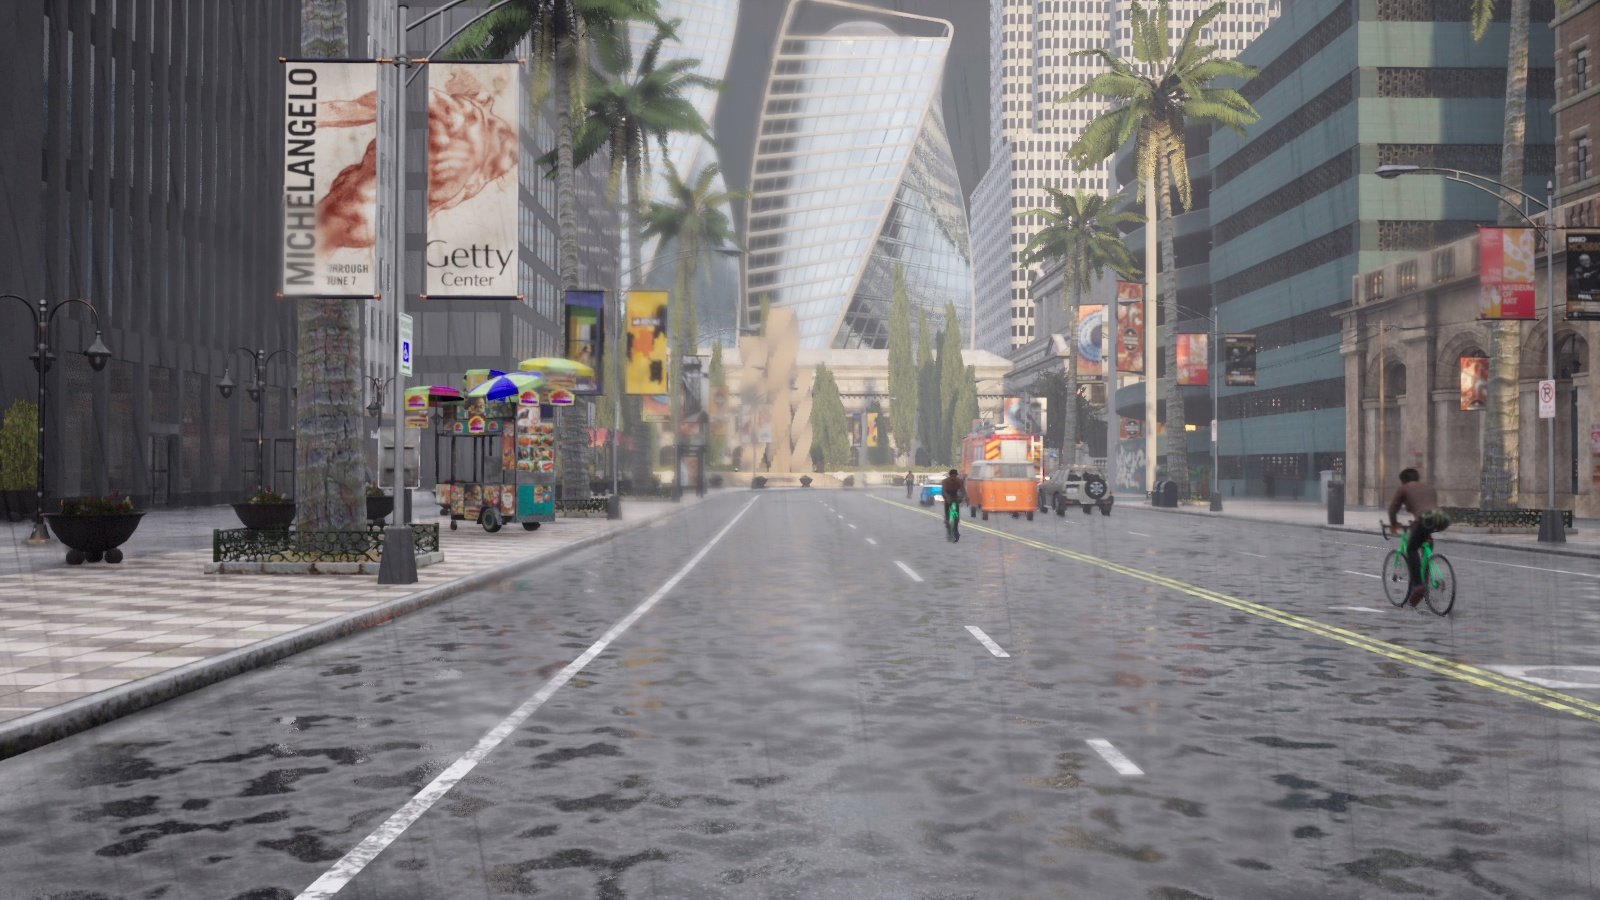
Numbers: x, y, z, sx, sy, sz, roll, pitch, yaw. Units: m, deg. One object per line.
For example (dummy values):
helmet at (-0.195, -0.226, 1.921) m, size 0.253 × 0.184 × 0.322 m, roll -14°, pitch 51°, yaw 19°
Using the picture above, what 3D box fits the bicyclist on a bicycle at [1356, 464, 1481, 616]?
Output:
bicyclist on a bicycle at (6.986, 0.979, 14.275) m, size 0.582 × 1.620 × 1.656 m, roll 0°, pitch -1°, yaw 0°

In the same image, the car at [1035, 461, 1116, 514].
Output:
car at (10.115, 1.370, 46.488) m, size 1.932 × 1.855 × 4.605 m, roll 0°, pitch -1°, yaw -1°

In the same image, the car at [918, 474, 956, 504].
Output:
car at (6.446, 1.836, 59.192) m, size 1.481 × 1.376 × 2.207 m, roll 0°, pitch -1°, yaw -1°

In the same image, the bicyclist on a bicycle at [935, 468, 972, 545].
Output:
bicyclist on a bicycle at (3.367, 1.216, 27.573) m, size 0.582 × 1.620 × 1.656 m, roll 0°, pitch -1°, yaw -1°

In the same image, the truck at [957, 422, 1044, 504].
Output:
truck at (9.893, 0.664, 62.865) m, size 2.891 × 3.827 × 8.468 m, roll 0°, pitch -1°, yaw -1°

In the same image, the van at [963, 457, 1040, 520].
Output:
van at (6.674, 1.245, 42.009) m, size 1.775 × 1.987 × 4.442 m, roll 0°, pitch -1°, yaw -1°
